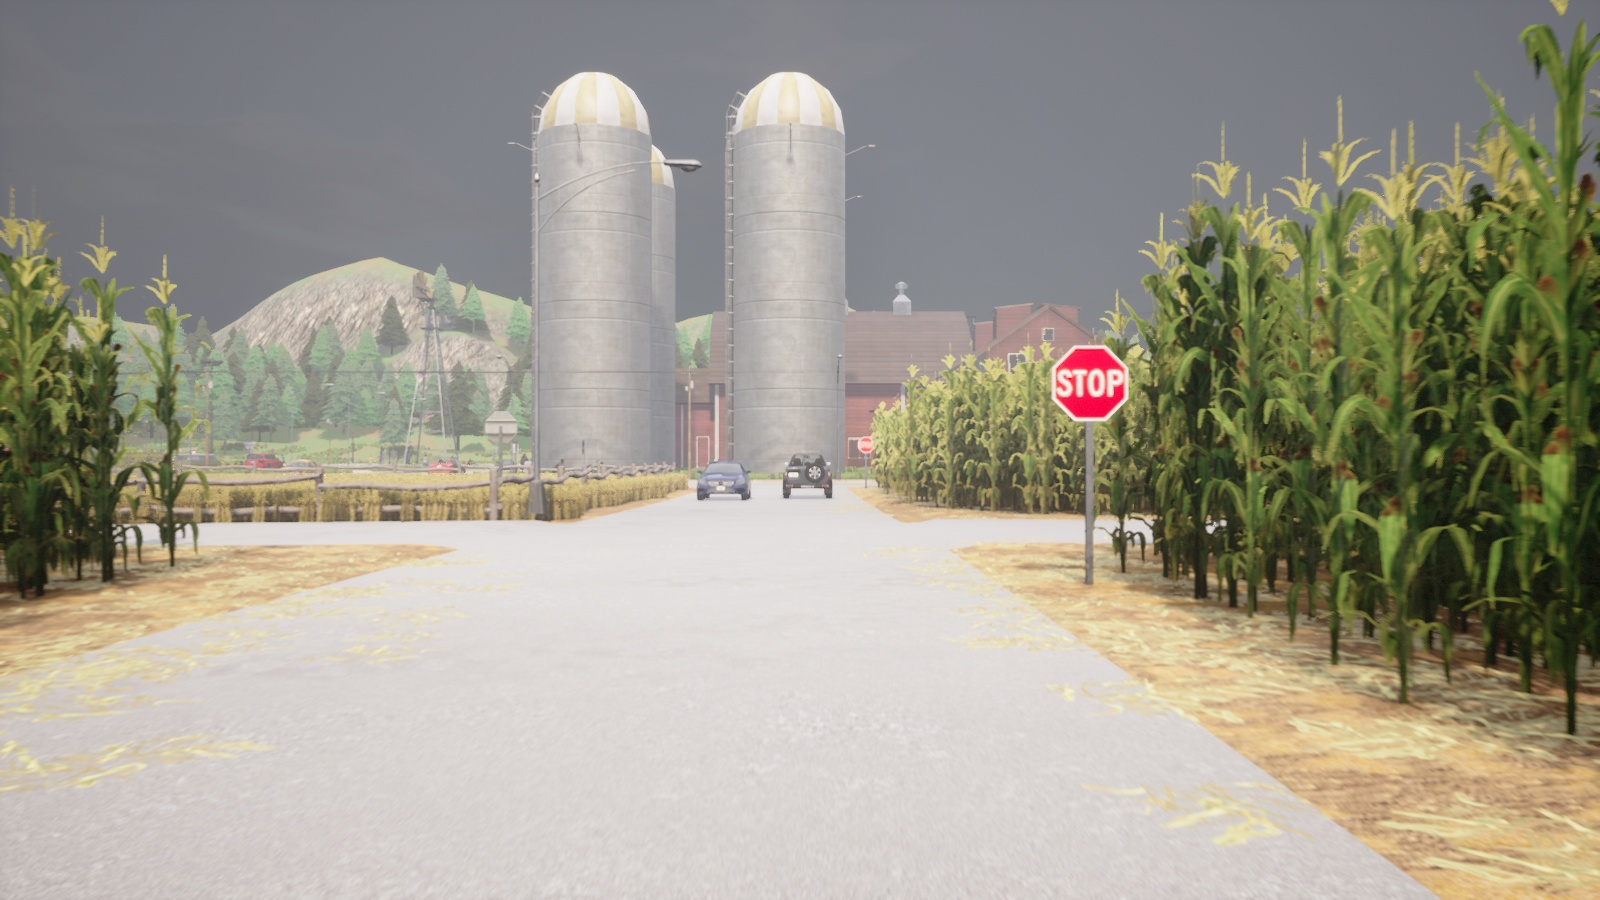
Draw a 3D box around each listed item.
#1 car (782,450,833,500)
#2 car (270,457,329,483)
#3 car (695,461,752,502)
[{"bbox_3d":[0.297,0.957,49.540,1.932,1.855,4.605,0,0,0],"label":"car"},{"bbox_3d":[-31.823,1.244,80.038,1.801,1.575,5.366,0,0,-2],"label":"car"},{"bbox_3d":[-2.818,1.140,46.939,1.812,1.442,4.674,0,-1,0],"label":"car"}]
